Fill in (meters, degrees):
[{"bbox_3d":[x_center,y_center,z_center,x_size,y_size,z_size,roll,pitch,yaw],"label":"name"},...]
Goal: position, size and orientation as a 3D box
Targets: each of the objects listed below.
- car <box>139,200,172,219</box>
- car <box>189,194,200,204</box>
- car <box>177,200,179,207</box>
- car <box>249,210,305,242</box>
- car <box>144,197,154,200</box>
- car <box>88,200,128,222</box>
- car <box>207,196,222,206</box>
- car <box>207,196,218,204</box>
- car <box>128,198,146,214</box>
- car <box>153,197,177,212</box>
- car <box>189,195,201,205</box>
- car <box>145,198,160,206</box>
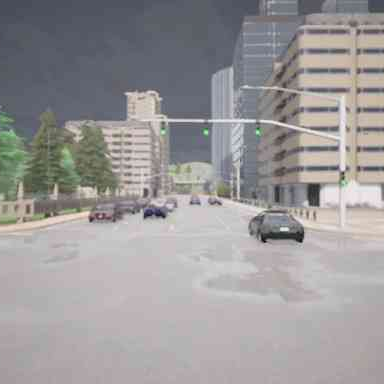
[{"bbox_3d":[-3.106,1.614,29.122,1.895,1.301,4.718,0,0,0],"label":"car"},{"bbox_3d":[0.528,1.388,66.038,2.097,1.767,4.553,0,0,0],"label":"car"},{"bbox_3d":[-2.996,1.528,48.383,1.837,1.490,4.892,0,0,0],"label":"car"},{"bbox_3d":[4.019,1.576,16.362,1.994,1.385,4.181,0,0,1],"label":"car"},{"bbox_3d":[-6.536,1.497,44.960,1.882,1.535,5.008,0,0,0],"label":"car"},{"bbox_3d":[-6.610,1.573,25.986,1.994,1.385,4.181,0,0,0],"label":"car"},{"bbox_3d":[4.019,1.634,56.716,1.895,1.301,4.718,0,0,0],"label":"car"},{"bbox_3d":[4.028,1.586,66.065,2.033,1.411,5.357,0,0,0],"label":"car"},{"bbox_3d":[-6.593,1.561,35.228,2.033,1.411,5.357,0,0,0],"label":"car"},{"bbox_3d":[-3.078,1.619,38.286,1.895,1.301,4.718,0,0,0],"label":"car"},{"bbox_3d":[0.520,1.595,57.698,1.994,1.385,4.181,0,0,0],"label":"car"},{"bbox_3d":[-6.483,1.625,54.947,1.895,1.301,4.718,0,0,0],"label":"car"}]
